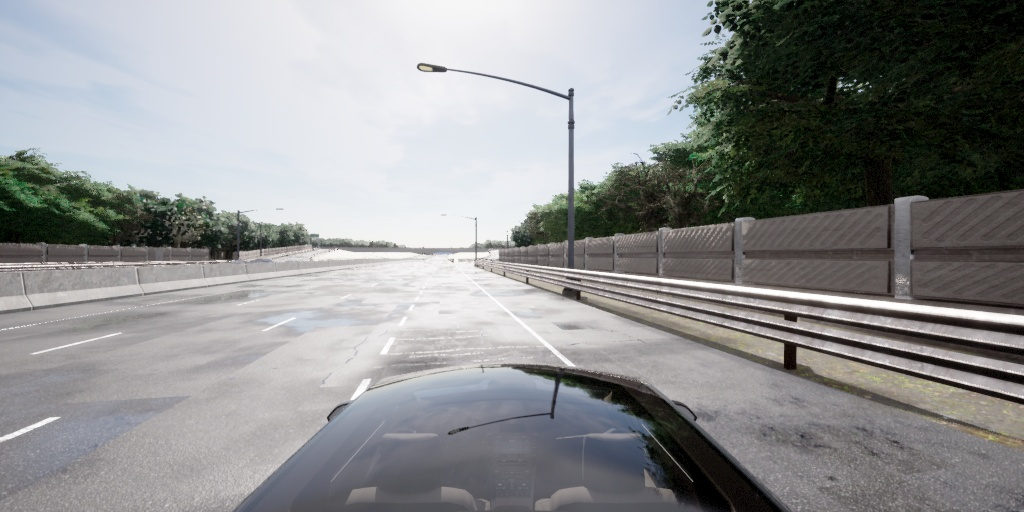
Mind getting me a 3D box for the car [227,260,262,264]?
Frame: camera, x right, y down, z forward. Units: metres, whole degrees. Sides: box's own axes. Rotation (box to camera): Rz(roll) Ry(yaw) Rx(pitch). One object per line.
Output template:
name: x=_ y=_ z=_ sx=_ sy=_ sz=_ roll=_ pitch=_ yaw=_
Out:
car: x=-27.908 y=1.338 z=36.604 sx=1.994 sy=1.385 sz=4.181 roll=0 pitch=0 yaw=-11
